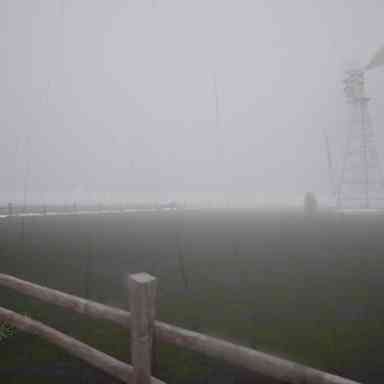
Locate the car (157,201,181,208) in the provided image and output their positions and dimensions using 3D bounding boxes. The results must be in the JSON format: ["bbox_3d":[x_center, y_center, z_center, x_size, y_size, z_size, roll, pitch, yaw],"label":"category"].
[{"bbox_3d":[-4.299,2.439,62.946,2.033,1.411,5.357,-1,-1,35],"label":"car"}]
